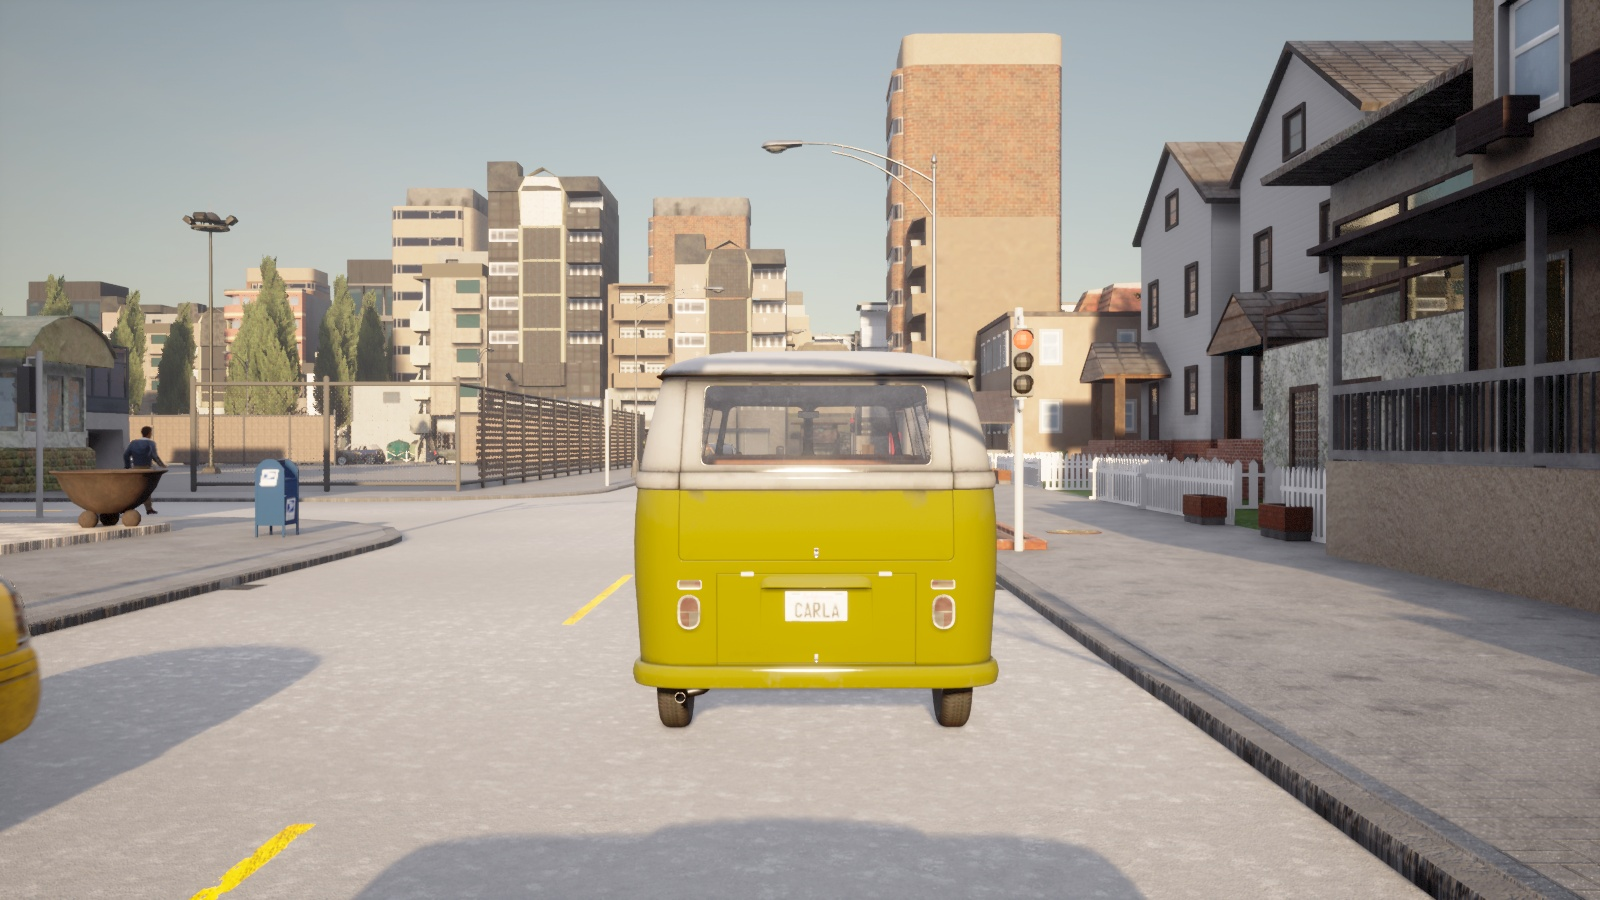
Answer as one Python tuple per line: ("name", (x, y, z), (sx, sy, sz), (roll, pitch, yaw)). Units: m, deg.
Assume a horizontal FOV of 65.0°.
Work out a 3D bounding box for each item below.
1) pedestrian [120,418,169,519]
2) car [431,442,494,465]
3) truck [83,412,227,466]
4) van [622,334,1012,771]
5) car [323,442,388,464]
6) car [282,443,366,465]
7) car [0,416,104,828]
("pedestrian", (-12.893, 0.351, 24.710), (0.423, 1.949, 0.788), (0, 0, 19))
("car", (-22.380, 0.236, 83.458), (3.705, 1.549, 1.789), (0, 0, 0))
("truck", (-42.371, -0.736, 82.736), (7.936, 3.462, 2.891), (0, 0, -13))
("van", (0.070, 0.454, 7.932), (1.775, 1.987, 4.442), (0, 0, 0))
("car", (-30.965, 0.193, 87.498), (3.806, 1.475, 1.970), (0, 0, 0))
("car", (-31.592, 0.255, 83.505), (4.892, 1.490, 1.837), (0, 0, 1))
("car", (-3.969, 0.666, 2.831), (1.801, 1.575, 5.366), (0, 0, 0))
